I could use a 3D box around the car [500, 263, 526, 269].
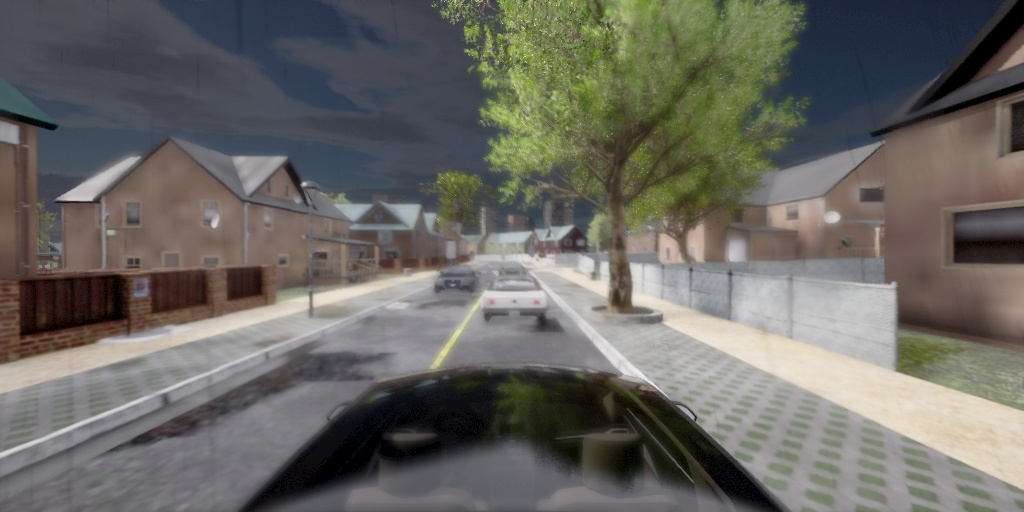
[{"bbox_3d":[0.077,1.179,26.145,1.895,1.301,4.718,0,0,0],"label":"car"}]

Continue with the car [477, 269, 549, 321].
[{"bbox_3d":[0.080,1.279,12.057,1.895,1.301,4.718,0,0,0],"label":"car"}]

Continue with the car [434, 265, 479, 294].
[{"bbox_3d":[-2.845,1.192,19.191,1.994,1.385,4.181,0,0,0],"label":"car"}]
